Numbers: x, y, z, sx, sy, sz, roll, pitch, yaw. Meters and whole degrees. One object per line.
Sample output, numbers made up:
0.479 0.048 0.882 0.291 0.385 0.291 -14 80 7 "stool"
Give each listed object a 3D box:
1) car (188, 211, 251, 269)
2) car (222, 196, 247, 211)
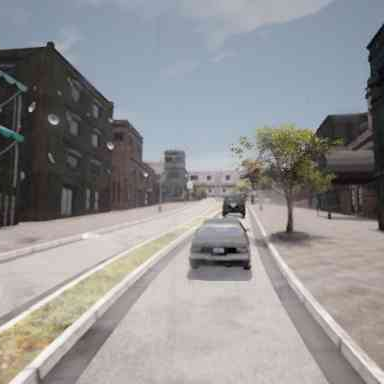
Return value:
1.016 1.616 11.375 2.033 1.411 5.357 -1 0 7 "car"
4.156 1.381 32.701 2.150 2.045 5.566 -1 0 9 "car"
